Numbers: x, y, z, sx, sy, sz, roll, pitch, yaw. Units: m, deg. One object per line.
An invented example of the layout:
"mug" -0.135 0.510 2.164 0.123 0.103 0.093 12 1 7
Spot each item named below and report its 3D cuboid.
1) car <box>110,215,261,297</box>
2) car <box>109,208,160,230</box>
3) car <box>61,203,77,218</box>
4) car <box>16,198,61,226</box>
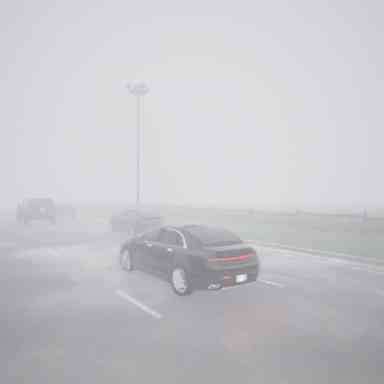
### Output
"car" -0.339 1.594 9.020 1.837 1.490 4.892 0 -1 -35
"car" -3.275 1.694 19.317 1.837 1.490 4.892 0 -1 -35
"car" -12.959 1.827 33.151 1.837 1.490 4.892 0 -1 -35
"car" -12.223 1.476 25.998 2.150 2.045 5.566 0 -1 -35
